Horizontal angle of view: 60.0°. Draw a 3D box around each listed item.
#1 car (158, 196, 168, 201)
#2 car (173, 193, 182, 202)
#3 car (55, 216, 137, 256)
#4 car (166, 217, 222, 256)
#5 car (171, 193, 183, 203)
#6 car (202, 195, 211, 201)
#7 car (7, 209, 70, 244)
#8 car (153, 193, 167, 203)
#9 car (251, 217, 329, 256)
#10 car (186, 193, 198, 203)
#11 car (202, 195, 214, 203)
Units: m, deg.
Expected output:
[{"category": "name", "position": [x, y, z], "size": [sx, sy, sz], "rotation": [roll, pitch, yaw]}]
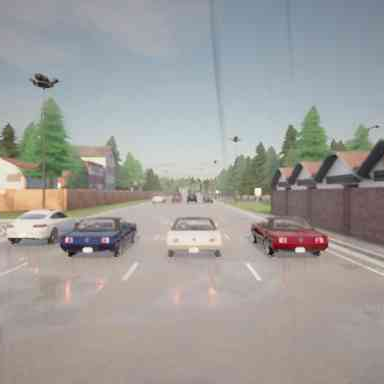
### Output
[{"category": "car", "position": [-7.003, 1.569, 80.482], "size": [1.895, 1.301, 4.718], "rotation": [0, 0, 0]}, {"category": "car", "position": [-3.503, 1.267, 81.314], "size": [2.150, 2.045, 5.566], "rotation": [0, 0, 0]}, {"category": "car", "position": [-3.418, 1.622, 13.171], "size": [1.895, 1.301, 4.718], "rotation": [0, 0, 0]}, {"category": "car", "position": [0.081, 1.622, 13.181], "size": [1.895, 1.301, 4.718], "rotation": [0, 0, 0]}, {"category": "car", "position": [-3.502, 1.625, 71.186], "size": [2.128, 1.511, 4.902], "rotation": [0, 0, 0]}, {"category": "car", "position": [3.497, 1.474, 80.453], "size": [1.837, 1.490, 4.892], "rotation": [0, 0, 0]}, {"category": "car", "position": [-6.918, 1.551, 15.840], "size": [1.812, 1.442, 4.674], "rotation": [0, 0, 0]}, {"category": "car", "position": [-7.002, 1.323, 70.064], "size": [2.150, 2.045, 5.566], "rotation": [0, 0, 0]}, {"category": "car", "position": [3.581, 1.622, 13.182], "size": [1.895, 1.301, 4.718], "rotation": [0, 0, 0]}, {"category": "car", "position": [-0.002, 1.323, 70.064], "size": [2.150, 2.045, 5.566], "rotation": [0, 0, 0]}, {"category": "car", "position": [3.498, 1.695, 70.480], "size": [1.895, 1.301, 4.718], "rotation": [0, 0, 0]}]
